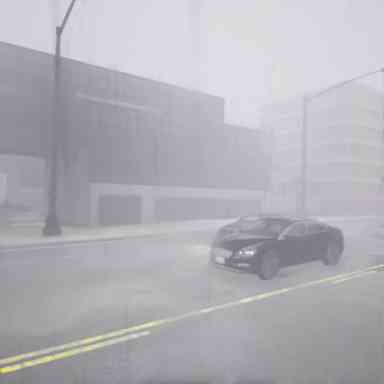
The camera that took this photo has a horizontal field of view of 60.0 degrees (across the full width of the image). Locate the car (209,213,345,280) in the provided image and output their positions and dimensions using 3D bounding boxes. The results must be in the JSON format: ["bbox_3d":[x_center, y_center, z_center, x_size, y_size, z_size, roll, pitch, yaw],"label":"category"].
[{"bbox_3d":[2.739,1.549,10.231,4.902,1.511,2.128,0,0,-35],"label":"car"}]

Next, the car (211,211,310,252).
[{"bbox_3d":[3.114,1.627,14.789,4.181,1.385,1.994,0,0,-35],"label":"car"}]
